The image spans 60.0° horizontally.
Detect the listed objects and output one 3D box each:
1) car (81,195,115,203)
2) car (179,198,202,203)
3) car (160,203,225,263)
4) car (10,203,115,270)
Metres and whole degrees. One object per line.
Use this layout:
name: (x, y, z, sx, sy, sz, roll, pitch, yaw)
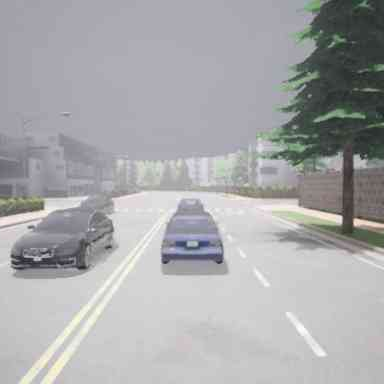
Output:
car: (-7.238, 1.010, 25.652, 1.837, 1.490, 4.892, 0, 1, 0)
car: (-0.099, 1.115, 21.665, 2.033, 1.411, 5.357, 0, 1, -1)
car: (-0.001, 1.326, 11.032, 2.033, 1.411, 5.357, 0, 1, 0)
car: (-3.682, 1.298, 10.315, 1.837, 1.490, 4.892, 0, 1, 0)
